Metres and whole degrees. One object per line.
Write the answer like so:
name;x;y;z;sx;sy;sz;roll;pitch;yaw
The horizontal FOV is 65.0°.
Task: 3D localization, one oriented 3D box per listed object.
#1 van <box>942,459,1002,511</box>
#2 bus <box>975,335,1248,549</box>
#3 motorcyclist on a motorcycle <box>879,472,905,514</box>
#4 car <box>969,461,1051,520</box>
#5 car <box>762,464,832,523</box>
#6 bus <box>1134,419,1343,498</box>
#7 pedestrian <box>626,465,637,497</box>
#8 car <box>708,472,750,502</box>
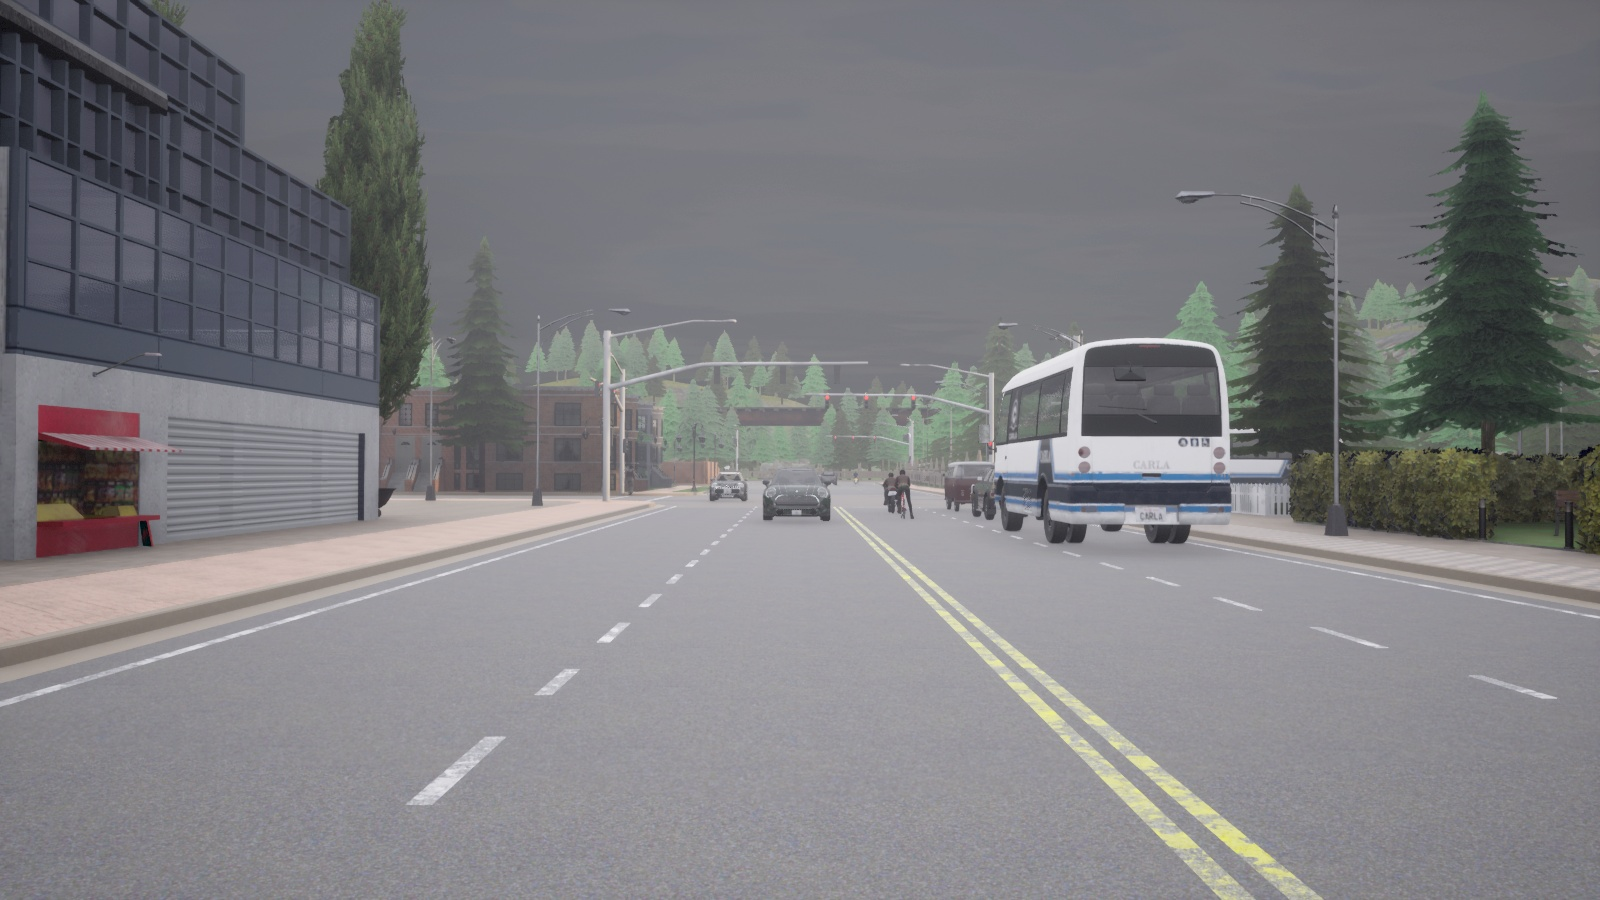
van;6.883;1.387;50.564;1.775;1.987;4.442;0;-1;0
bus;6.925;-0.084;30.178;3.944;4.253;10.273;0;-1;0
motorcyclist on a motorcycle;3.394;1.563;46.551;0.797;1.523;2.044;0;-1;0
car;6.904;1.302;41.671;1.932;1.855;4.605;0;-1;0
car;-0.092;1.345;40.063;2.097;1.767;4.553;0;-1;0
bus;24.327;0.516;70.172;10.273;4.253;3.944;0;-1;0
pedestrian;-10.229;1.882;76.174;0.402;1.930;0.666;0;-1;14
car;-3.648;1.882;64.894;1.970;1.475;3.806;0;-1;0
